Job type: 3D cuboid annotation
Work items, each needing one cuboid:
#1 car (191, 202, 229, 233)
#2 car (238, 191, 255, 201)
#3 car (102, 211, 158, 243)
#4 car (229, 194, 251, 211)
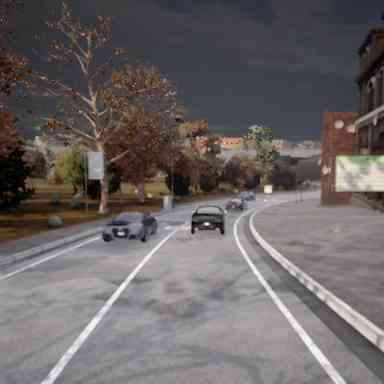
[{"bbox_3d":[1.095,1.549,20.223,1.882,1.535,5.008,0,0,7],"label":"car"},{"bbox_3d":[8.863,0.622,55.546,2.097,1.767,4.553,3,3,29],"label":"car"},{"bbox_3d":[-2.961,1.647,16.662,1.994,1.385,4.181,0,0,5],"label":"car"},{"bbox_3d":[5.167,1.375,38.118,1.812,1.442,4.674,1,1,18],"label":"car"}]
